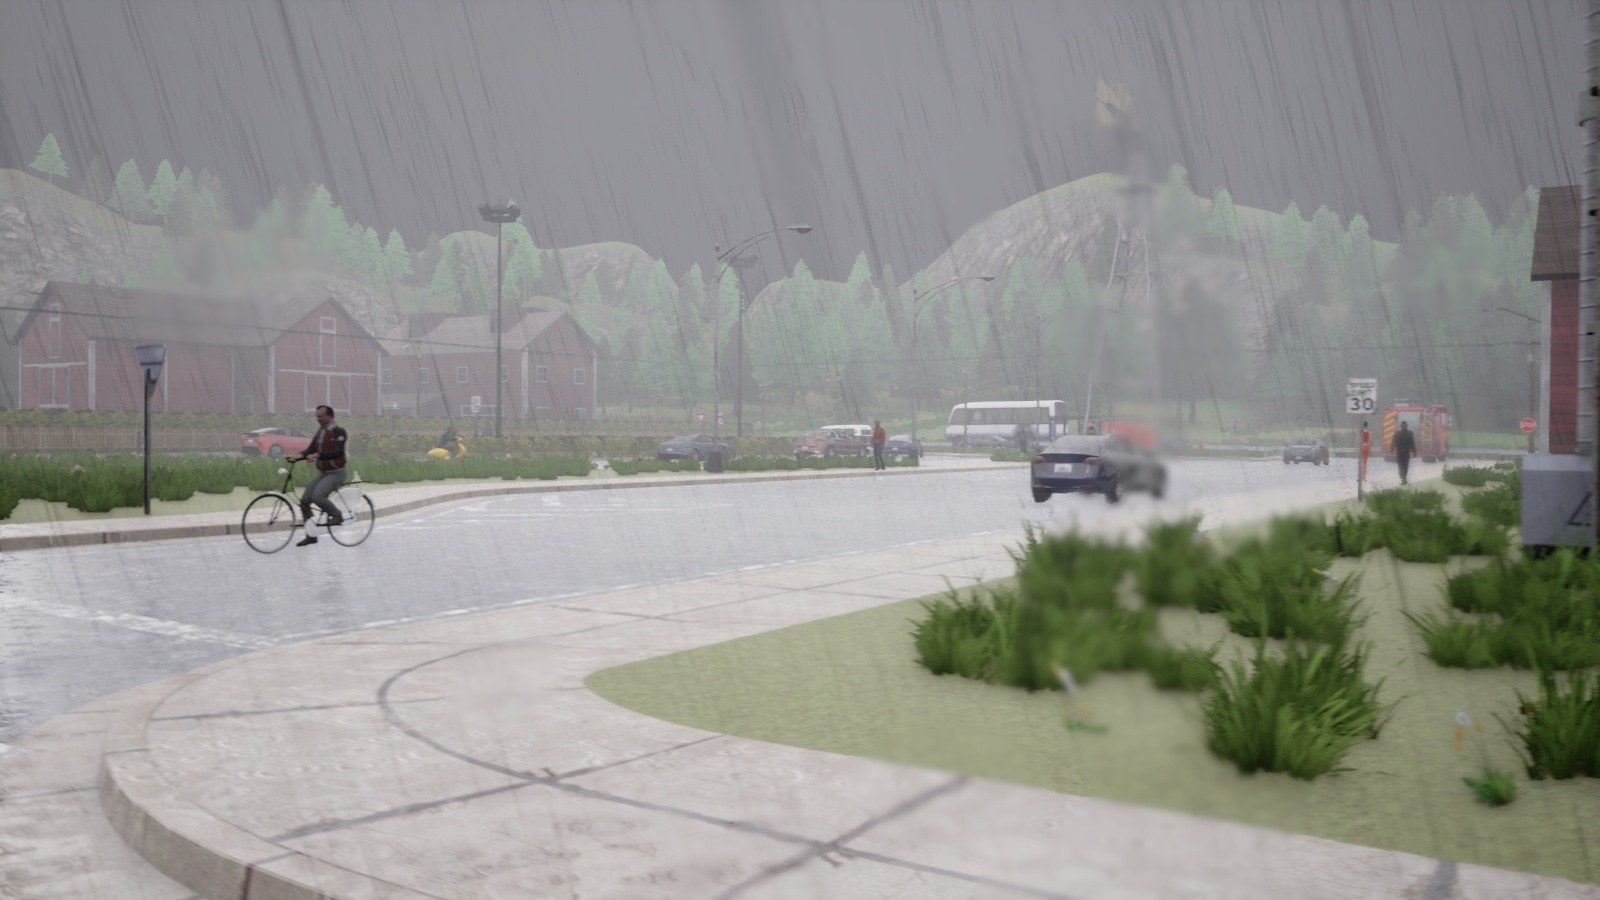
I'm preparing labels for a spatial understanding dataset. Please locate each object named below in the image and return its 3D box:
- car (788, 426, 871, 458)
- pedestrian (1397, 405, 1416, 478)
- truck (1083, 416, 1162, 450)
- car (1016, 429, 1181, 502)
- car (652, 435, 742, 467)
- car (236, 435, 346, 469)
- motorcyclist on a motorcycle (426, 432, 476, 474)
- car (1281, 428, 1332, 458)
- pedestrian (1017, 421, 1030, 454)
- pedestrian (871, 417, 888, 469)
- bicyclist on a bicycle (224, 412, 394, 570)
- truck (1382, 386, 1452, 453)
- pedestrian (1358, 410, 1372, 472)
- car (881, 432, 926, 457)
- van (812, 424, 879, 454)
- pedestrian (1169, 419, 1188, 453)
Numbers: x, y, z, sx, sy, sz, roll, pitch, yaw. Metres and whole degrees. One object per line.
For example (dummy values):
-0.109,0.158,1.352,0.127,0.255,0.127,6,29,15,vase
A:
1.660,-0.447,68.249,2.152,1.651,5.027,0,1,33,car
16.389,-0.227,33.933,0.423,1.949,0.788,0,1,28,pedestrian
24.622,-1.291,95.865,5.204,2.467,2.627,0,1,34,truck
6.828,0.280,28.325,2.163,1.488,4.792,0,1,33,car
-4.742,0.032,58.409,1.994,1.385,4.181,0,1,33,car
-24.331,0.063,60.185,2.007,1.525,4.514,0,1,33,car
-13.813,0.121,49.745,1.817,1.590,0.866,-1,-1,-12,motorcyclist on a motorcycle
26.391,-0.390,65.353,1.845,1.501,3.633,0,1,33,car
12.342,-0.683,69.277,0.540,1.848,0.694,0,1,27,pedestrian
2.797,-0.248,44.248,0.331,1.846,0.636,0,1,32,pedestrian
-5.835,0.446,15.037,0.659,1.776,1.843,0,1,33,bicyclist on a bicycle
37.626,-1.819,76.401,2.891,3.827,8.468,0,1,33,truck
16.794,-0.277,37.330,0.345,1.836,0.594,0,1,26,pedestrian
6.393,-0.366,77.334,1.812,1.442,4.674,0,1,16,car
3.136,-0.771,86.899,2.069,2.038,4.480,-1,1,-44,van
22.015,-0.816,73.076,0.873,1.952,0.659,-1,1,-33,pedestrian
